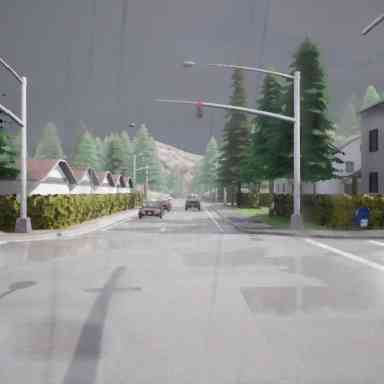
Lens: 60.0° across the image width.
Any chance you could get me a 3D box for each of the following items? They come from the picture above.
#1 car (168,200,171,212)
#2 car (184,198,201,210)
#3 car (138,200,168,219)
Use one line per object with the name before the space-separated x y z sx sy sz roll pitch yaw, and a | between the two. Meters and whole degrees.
car | -3.493 1.611 39.353 1.895 1.301 4.718 0 0 0
car | 0.109 1.515 42.974 1.837 1.490 4.892 0 0 0
car | -3.494 1.572 29.358 1.994 1.385 4.181 0 0 0
